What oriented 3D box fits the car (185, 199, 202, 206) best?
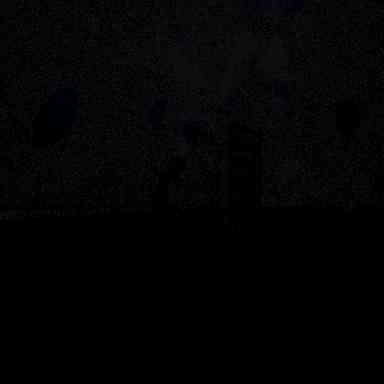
[{"bbox_3d":[0.441,2.287,73.987,1.812,1.442,4.674,1,0,36],"label":"car"}]
